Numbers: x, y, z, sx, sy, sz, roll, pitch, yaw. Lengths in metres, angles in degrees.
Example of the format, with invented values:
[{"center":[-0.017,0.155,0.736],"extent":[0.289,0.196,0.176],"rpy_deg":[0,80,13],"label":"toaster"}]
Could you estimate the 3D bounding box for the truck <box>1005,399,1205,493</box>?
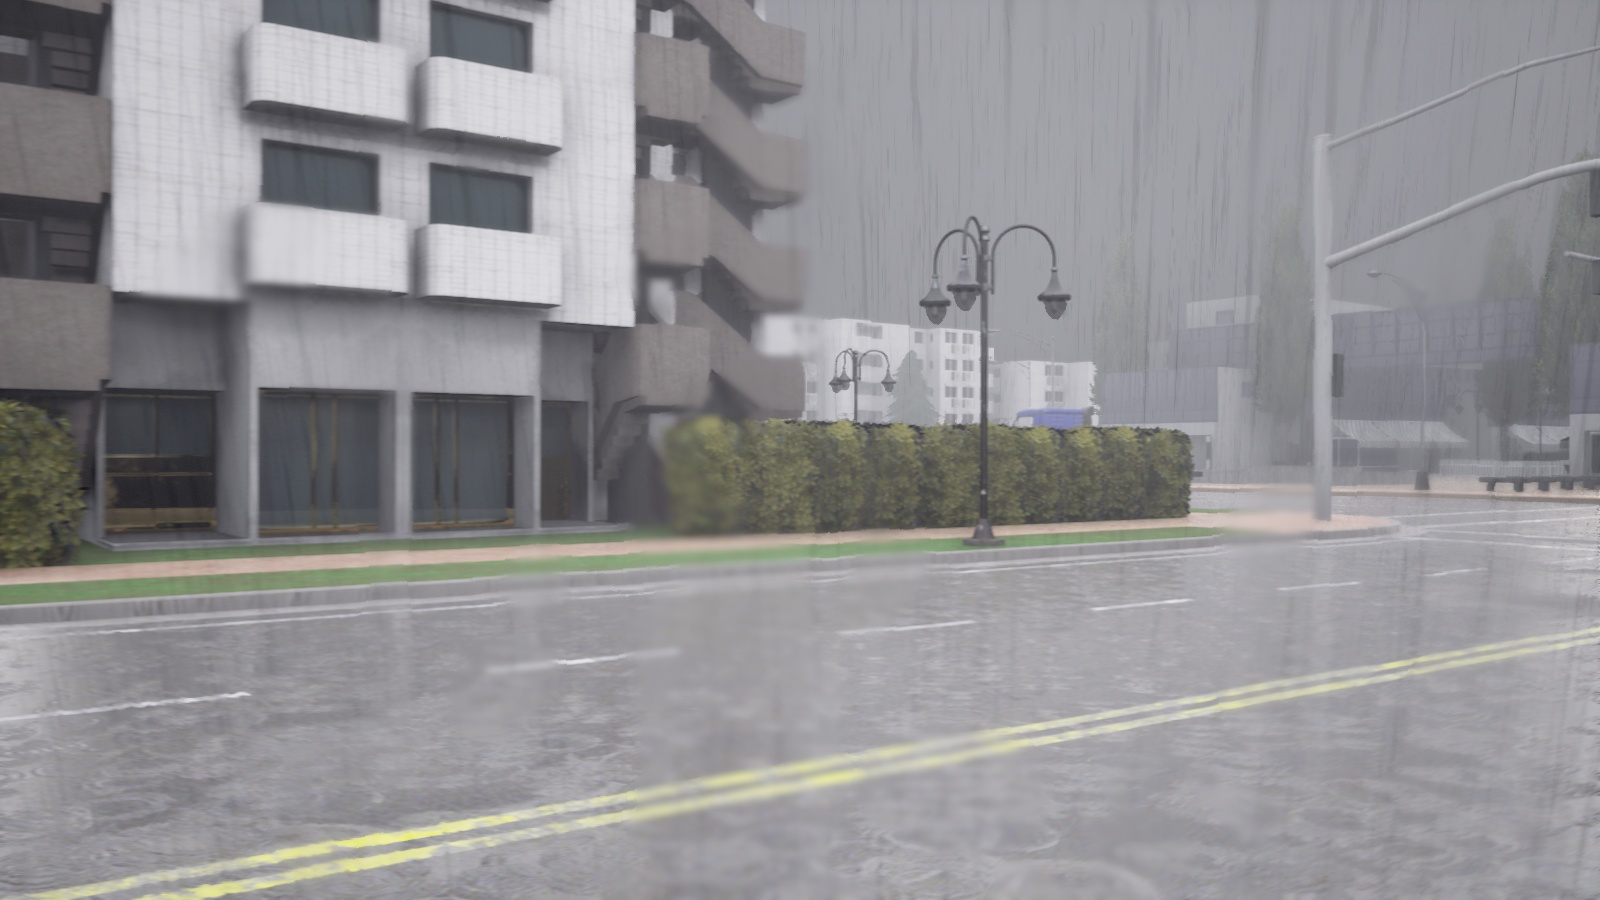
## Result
[{"center":[11.992,-0.139,50.227],"extent":[2.891,3.462,7.936],"rpy_deg":[0,0,-34],"label":"truck"}]
